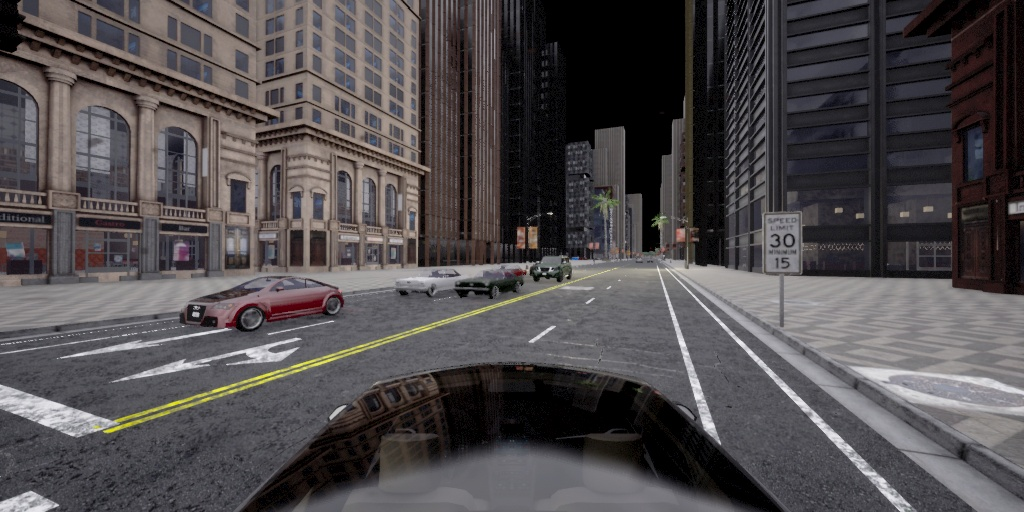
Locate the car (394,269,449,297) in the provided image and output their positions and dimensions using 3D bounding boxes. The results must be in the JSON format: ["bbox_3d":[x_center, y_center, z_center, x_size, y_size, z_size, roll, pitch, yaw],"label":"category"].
[{"bbox_3d":[-4.110,1.356,19.152,1.895,1.301,4.718,0,0,22],"label":"car"}]

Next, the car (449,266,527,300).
[{"bbox_3d":[-1.011,1.356,18.149,1.895,1.301,4.718,0,0,22],"label":"car"}]

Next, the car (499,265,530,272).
[{"bbox_3d":[-0.436,1.363,28.411,1.895,1.301,4.718,0,0,22],"label":"car"}]

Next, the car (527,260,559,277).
[{"bbox_3d":[3.363,1.250,37.884,1.882,1.535,5.008,0,0,22],"label":"car"}]

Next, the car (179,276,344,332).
[{"bbox_3d":[-7.335,1.315,11.006,1.994,1.385,4.181,0,0,22],"label":"car"}]

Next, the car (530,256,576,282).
[{"bbox_3d":[3.415,0.986,29.296,2.150,2.045,5.566,0,0,21],"label":"car"}]
